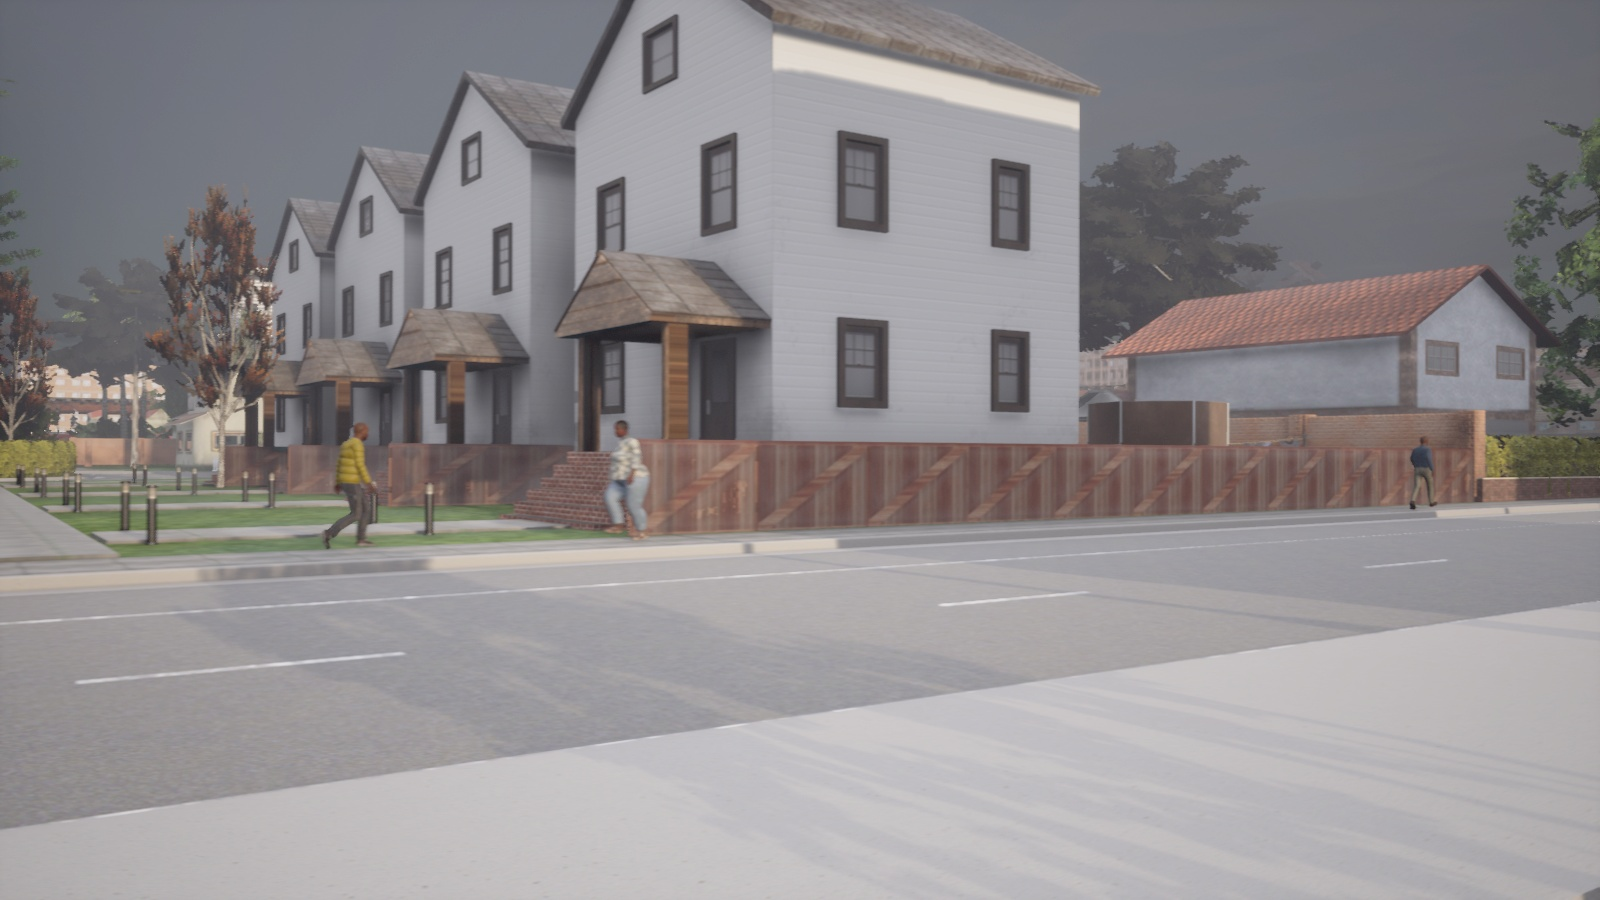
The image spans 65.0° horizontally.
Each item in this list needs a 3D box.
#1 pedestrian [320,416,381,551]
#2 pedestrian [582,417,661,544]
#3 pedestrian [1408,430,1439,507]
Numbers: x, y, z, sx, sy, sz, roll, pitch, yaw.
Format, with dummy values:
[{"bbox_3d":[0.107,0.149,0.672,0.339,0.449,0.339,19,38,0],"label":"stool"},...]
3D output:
[{"bbox_3d":[-6.251,0.456,17.470,0.726,1.835,0.370,0,0,-34],"label":"pedestrian"},{"bbox_3d":[-2.712,0.452,19.031,0.900,1.855,0.874,0,0,-33],"label":"pedestrian"},{"bbox_3d":[15.135,0.443,30.501,0.726,1.835,0.370,0,0,-36],"label":"pedestrian"}]
